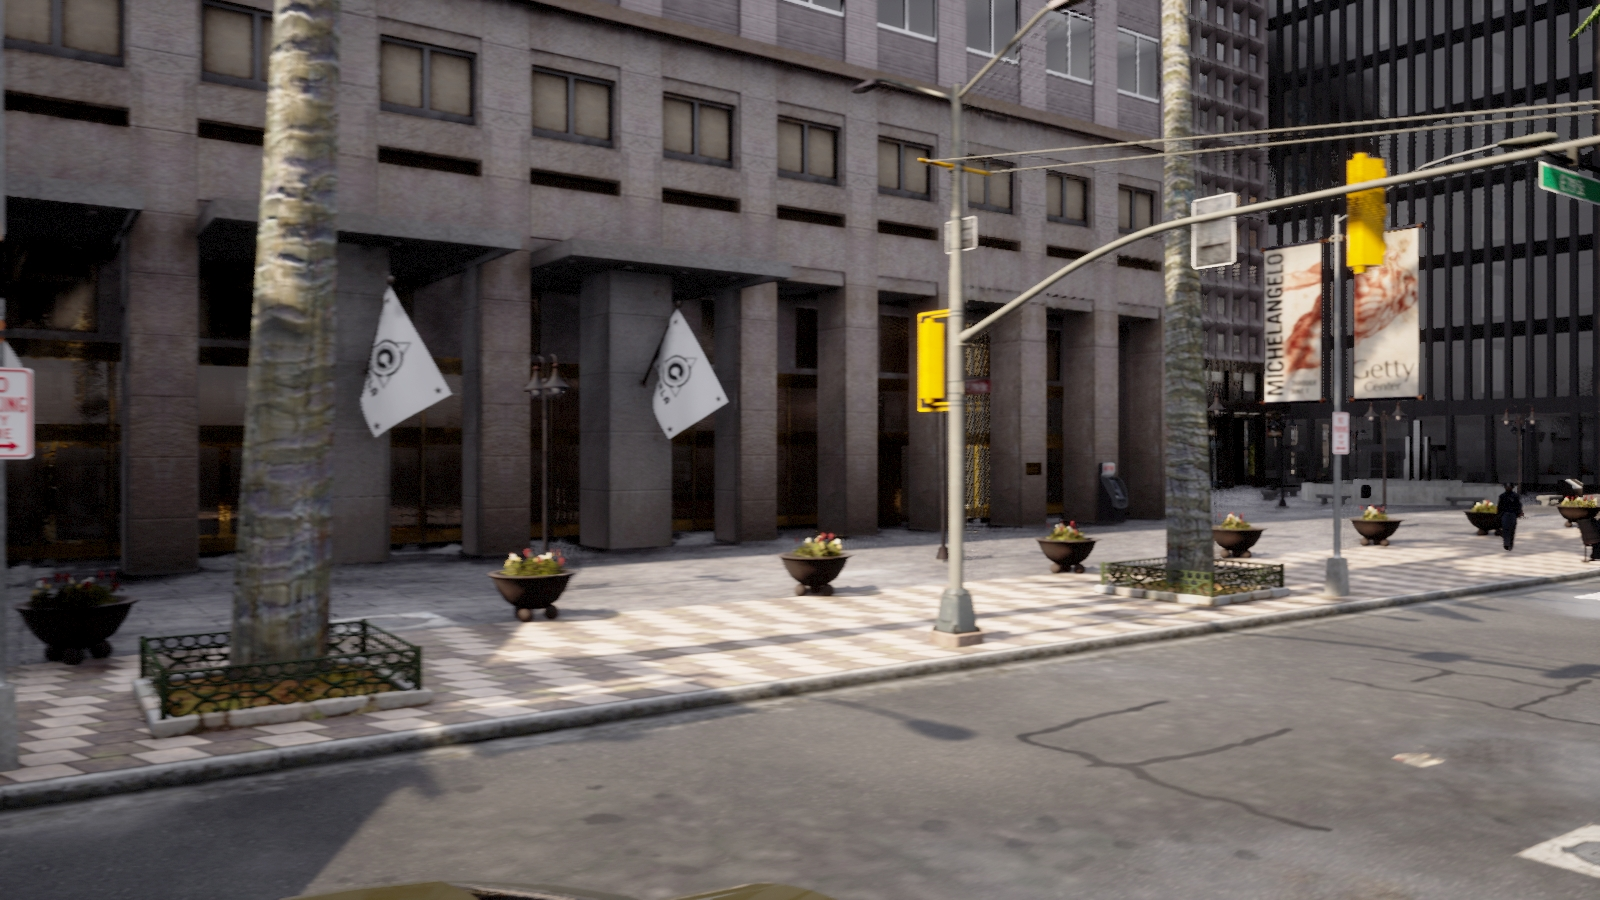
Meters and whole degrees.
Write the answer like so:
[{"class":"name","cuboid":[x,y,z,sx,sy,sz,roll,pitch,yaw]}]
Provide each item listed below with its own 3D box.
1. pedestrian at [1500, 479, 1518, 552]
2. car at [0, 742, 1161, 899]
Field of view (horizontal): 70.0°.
[{"class":"pedestrian","cuboid":[18.334,1.694,29.544,0.375,1.860,0.375,0,0,37]},{"class":"car","cuboid":[-1.640,2.034,2.669,5.006,1.535,2.097,0,0,-34]}]
